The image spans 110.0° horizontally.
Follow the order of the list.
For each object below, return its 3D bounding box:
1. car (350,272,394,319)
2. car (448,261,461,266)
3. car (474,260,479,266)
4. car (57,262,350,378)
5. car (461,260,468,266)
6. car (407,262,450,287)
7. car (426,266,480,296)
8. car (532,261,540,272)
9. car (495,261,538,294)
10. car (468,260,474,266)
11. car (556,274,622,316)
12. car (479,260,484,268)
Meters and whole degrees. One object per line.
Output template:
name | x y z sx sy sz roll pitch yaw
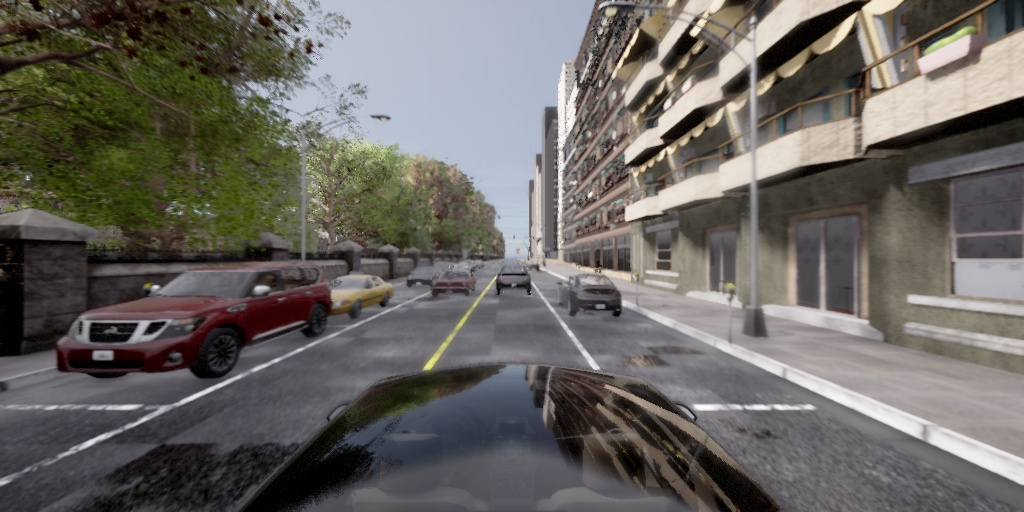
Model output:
car | -5.697 1.272 12.871 1.751 1.417 4.829 0 0 0
car | -5.706 1.186 29.657 1.967 1.591 4.097 0 0 0
car | -5.715 1.190 46.274 1.967 1.591 4.097 0 0 0
car | -5.694 1.063 7.503 2.192 1.841 5.009 0 0 0
car | -5.709 1.329 35.196 1.802 1.307 4.207 0 0 0
car | -5.703 1.312 24.119 1.948 1.339 4.313 0 0 0
car | -3.010 1.412 19.384 1.895 1.301 4.718 0 0 0
car | 2.665 1.301 46.280 2.007 1.370 4.403 0 0 0
car | 0.091 1.238 20.146 2.128 1.511 4.902 0 0 0
car | -5.712 1.274 40.564 1.751 1.417 4.829 0 0 0
car | 2.683 1.298 13.048 2.007 1.370 4.403 0 0 0
car | -5.798 1.304 57.349 2.007 1.370 4.403 0 0 0
